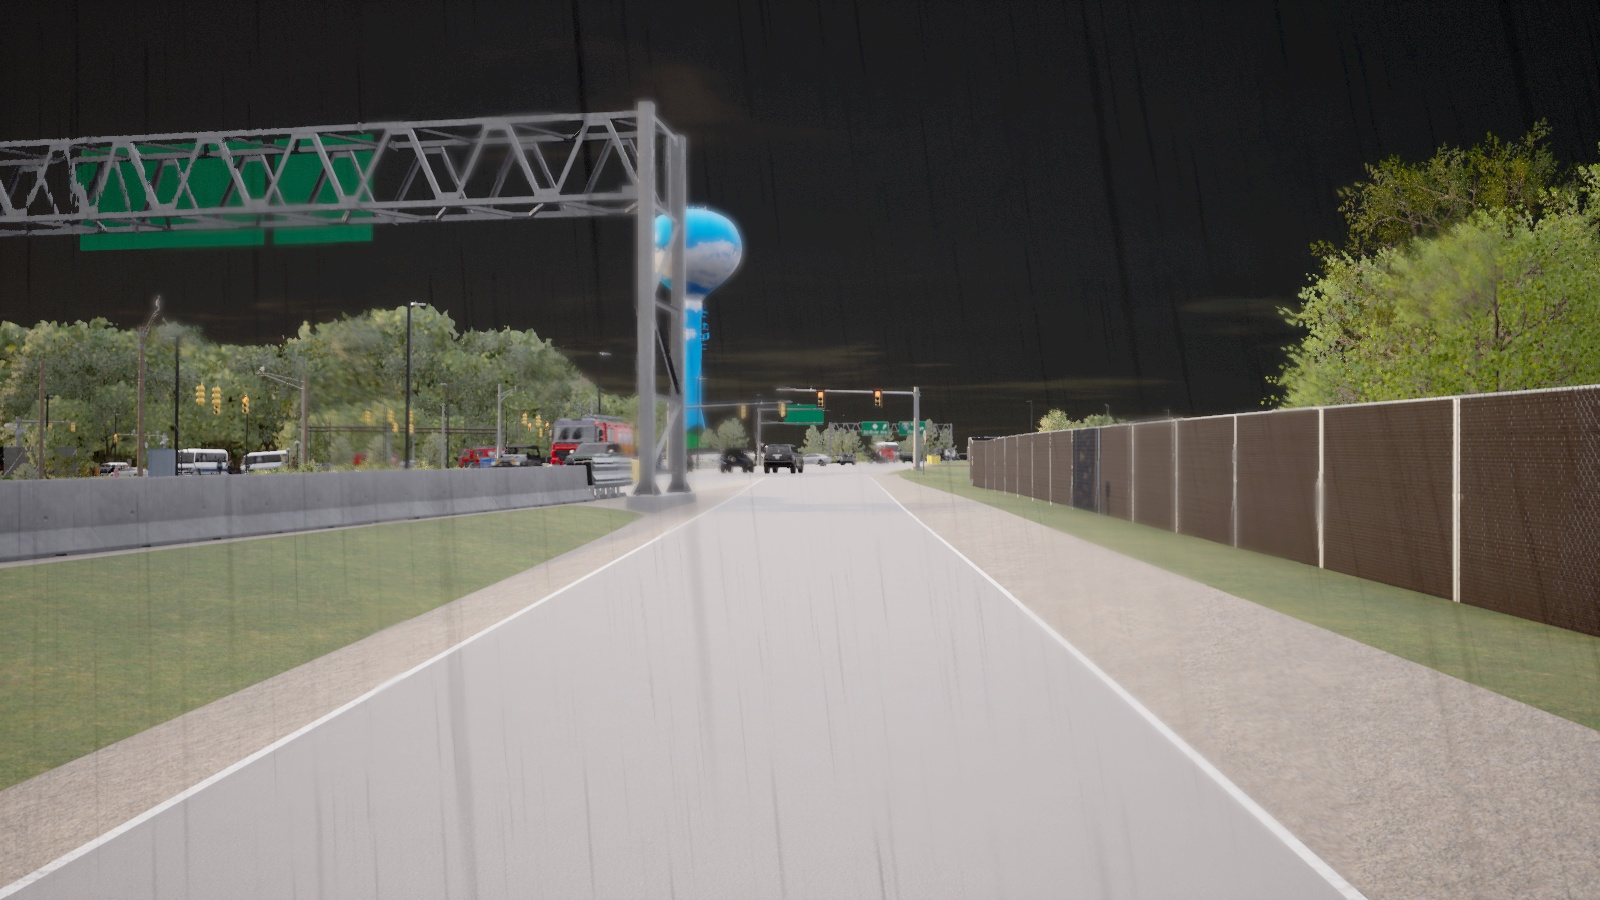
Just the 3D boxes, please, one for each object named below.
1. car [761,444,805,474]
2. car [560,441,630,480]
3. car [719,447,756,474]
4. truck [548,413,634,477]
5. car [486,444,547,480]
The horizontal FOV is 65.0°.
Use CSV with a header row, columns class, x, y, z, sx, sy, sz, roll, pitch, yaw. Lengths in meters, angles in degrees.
class,x,y,z,sx,sy,sz,roll,pitch,yaw
car,-1.138,0.631,88.154,2.150,2.045,5.566,0,0,9
car,-11.163,0.552,68.780,2.150,2.045,5.566,0,0,9
car,-4.447,0.724,89.659,1.905,1.878,3.866,0,0,9
truck,-13.087,-0.271,79.426,2.891,3.827,8.468,0,0,9
car,-15.022,0.627,66.678,1.905,1.878,3.866,0,0,9
